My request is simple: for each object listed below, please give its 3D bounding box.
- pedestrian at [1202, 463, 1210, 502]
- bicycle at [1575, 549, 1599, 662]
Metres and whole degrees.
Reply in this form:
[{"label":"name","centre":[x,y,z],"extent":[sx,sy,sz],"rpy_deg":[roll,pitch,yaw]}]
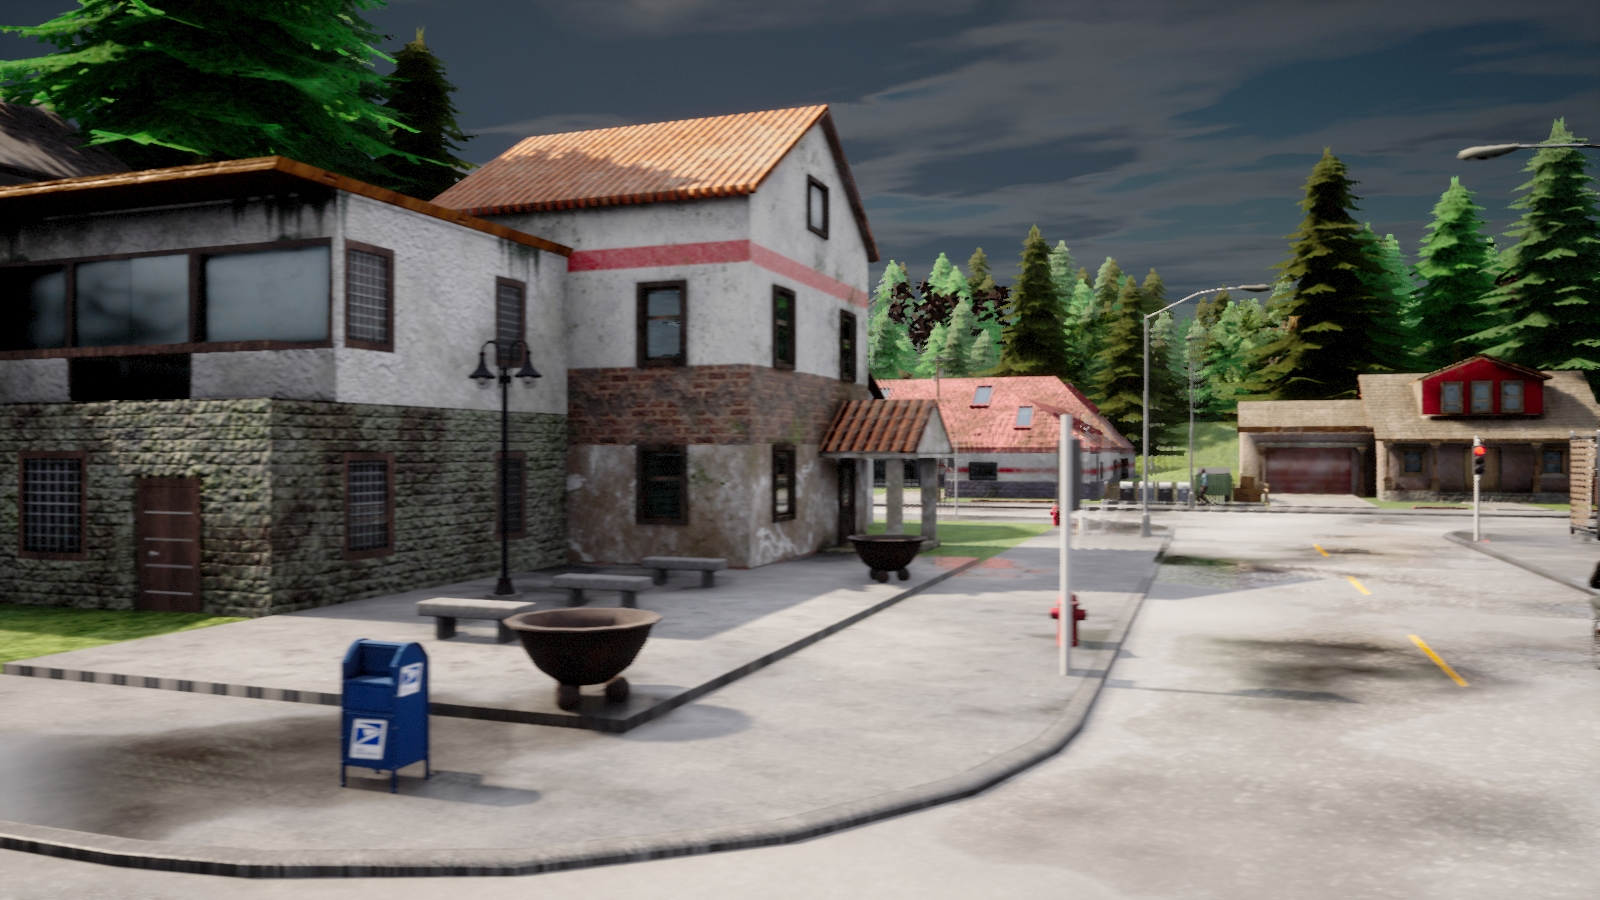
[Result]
[{"label":"pedestrian","centre":[19.137,1.524,53.826],"extent":[0.375,1.860,0.375],"rpy_deg":[0,0,20]},{"label":"bicycle","centre":[9.963,1.940,14.039],"extent":[0.329,1.271,1.835],"rpy_deg":[0,0,21]}]
